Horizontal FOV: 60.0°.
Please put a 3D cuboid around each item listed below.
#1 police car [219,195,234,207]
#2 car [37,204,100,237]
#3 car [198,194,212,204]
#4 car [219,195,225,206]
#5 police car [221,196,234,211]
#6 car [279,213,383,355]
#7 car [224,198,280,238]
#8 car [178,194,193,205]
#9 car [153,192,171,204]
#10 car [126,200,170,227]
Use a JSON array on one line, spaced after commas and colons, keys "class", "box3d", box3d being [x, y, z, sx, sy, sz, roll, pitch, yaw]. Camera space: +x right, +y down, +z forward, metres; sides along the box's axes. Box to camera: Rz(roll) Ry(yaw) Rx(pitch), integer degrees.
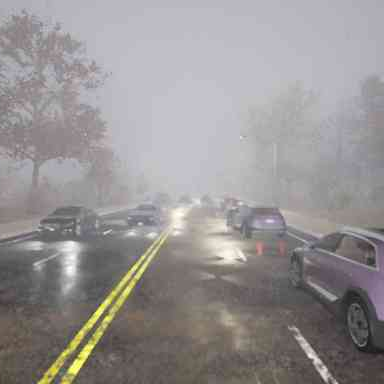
[{"class": "police car", "box3d": [5.075, 1.316, 49.713, 2.038, 1.542, 4.974, 0, 0, 4]}, {"class": "car", "box3d": [-6.335, 1.447, 17.602, 1.837, 1.490, 4.892, 0, 0, 2]}, {"class": "car", "box3d": [2.570, 1.240, 59.648, 1.882, 1.535, 5.008, 0, 0, 5]}, {"class": "car", "box3d": [4.373, 1.340, 38.811, 1.882, 1.535, 5.008, 0, 0, 3]}, {"class": "police car", "box3d": [3.840, 1.414, 27.900, 2.038, 1.542, 4.974, 0, 0, 2]}, {"class": "car", "box3d": [3.281, 1.415, 6.059, 2.033, 1.649, 4.856, 0, 0, 1]}, {"class": "car", "box3d": [3.320, 1.379, 17.391, 2.033, 1.649, 4.856, 1, 0, -5]}, {"class": "car", "box3d": [-1.110, 1.138, 54.873, 2.097, 1.767, 4.553, 0, 0, 5]}, {"class": "car", "box3d": [-4.629, 1.021, 51.543, 2.150, 2.045, 5.566, 0, 1, 5]}, {"class": "car", "box3d": [-2.958, 1.475, 22.252, 2.033, 1.411, 5.357, 0, 0, 2]}]
